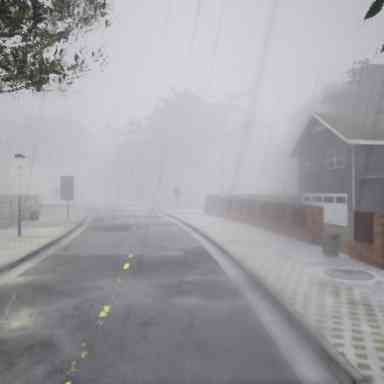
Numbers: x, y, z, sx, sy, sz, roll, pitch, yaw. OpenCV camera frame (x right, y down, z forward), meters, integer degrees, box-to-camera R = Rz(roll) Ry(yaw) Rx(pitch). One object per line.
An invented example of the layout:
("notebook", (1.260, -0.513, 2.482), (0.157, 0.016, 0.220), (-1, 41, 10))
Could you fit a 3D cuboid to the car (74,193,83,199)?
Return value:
("car", (-27.892, 0.922, 81.612), (2.128, 1.511, 4.902), (0, 0, -26))
